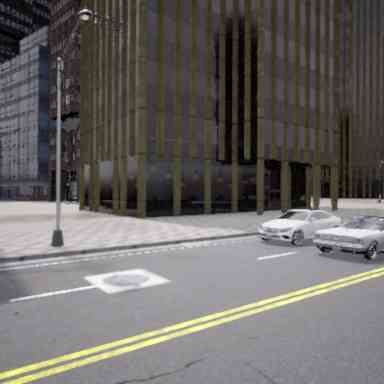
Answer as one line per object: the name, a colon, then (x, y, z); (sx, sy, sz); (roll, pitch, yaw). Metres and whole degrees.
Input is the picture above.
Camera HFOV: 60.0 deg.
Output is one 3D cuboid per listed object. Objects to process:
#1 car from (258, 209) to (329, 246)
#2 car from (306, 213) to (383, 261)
car: (5.141, 1.512, 15.350); (4.674, 1.442, 1.812); (0, 0, -35)
car: (6.623, 1.588, 12.407); (4.718, 1.301, 1.895); (0, 0, -36)
